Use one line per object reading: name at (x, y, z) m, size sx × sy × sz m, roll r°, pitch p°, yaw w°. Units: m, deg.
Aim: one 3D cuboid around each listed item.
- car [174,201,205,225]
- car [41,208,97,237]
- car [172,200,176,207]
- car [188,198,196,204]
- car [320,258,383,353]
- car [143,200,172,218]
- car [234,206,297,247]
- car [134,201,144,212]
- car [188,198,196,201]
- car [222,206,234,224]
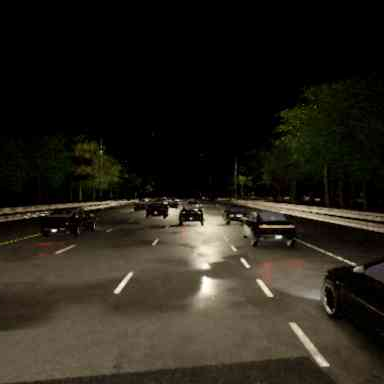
car at (-0.037, 1.737, 26.498) m, size 2.128 × 1.511 × 4.902 m, roll 0°, pitch 0°, yaw 0°
car at (-6.895, 1.682, 19.064) m, size 1.837 × 1.490 × 4.892 m, roll 0°, pitch 0°, yaw 0°
car at (-3.371, 2.090, 57.438) m, size 1.994 × 1.385 × 4.181 m, roll 0°, pitch -1°, yaw 0°
car at (0.045, 2.360, 91.410) m, size 2.128 × 1.511 × 4.902 m, roll 0°, pitch -1°, yaw 0°
car at (3.501, 1.610, 4.884) m, size 1.994 × 1.385 × 4.181 m, roll 0°, pitch -1°, yaw 0°
car at (-3.384, 1.786, 33.506) m, size 1.882 × 1.535 × 5.008 m, roll 0°, pitch -1°, yaw 0°
car at (3.507, 1.640, 15.884) m, size 2.128 × 1.511 × 4.902 m, roll 0°, pitch -1°, yaw 0°
car at (-6.873, 1.974, 46.504) m, size 2.033 × 1.411 × 5.357 m, roll 0°, pitch -1°, yaw 0°
car at (0.038, 2.252, 76.463) m, size 1.994 × 1.385 × 4.181 m, roll 0°, pitch -1°, yaw 0°
car at (3.512, 1.796, 26.883) m, size 2.033 × 1.411 × 5.357 m, roll 0°, pitch -1°, yaw 0°
